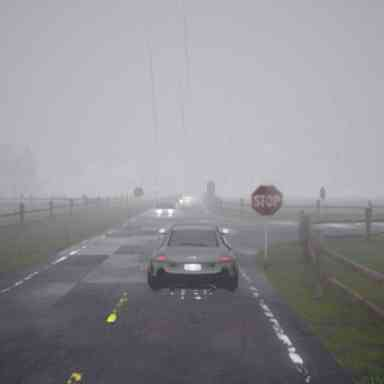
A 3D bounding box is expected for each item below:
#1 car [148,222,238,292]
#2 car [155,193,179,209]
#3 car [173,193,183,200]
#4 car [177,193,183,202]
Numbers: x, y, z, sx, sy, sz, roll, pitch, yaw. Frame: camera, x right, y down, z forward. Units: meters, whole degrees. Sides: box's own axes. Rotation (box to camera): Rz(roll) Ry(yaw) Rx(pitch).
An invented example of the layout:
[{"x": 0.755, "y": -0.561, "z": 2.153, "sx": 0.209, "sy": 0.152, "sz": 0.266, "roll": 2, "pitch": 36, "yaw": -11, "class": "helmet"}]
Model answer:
[{"x": 0.048, "y": 1.466, "z": 8.728, "sx": 1.994, "sy": 1.385, "sz": 4.181, "roll": 0, "pitch": 1, "yaw": 1, "class": "car"}, {"x": -2.861, "y": 1.145, "z": 36.640, "sx": 1.994, "sy": 1.385, "sz": 4.181, "roll": 0, "pitch": 1, "yaw": 0, "class": "car"}, {"x": -2.785, "y": 0.814, "z": 66.515, "sx": 1.895, "sy": 1.301, "sz": 4.718, "roll": 0, "pitch": 1, "yaw": 0, "class": "car"}, {"x": -2.861, "y": 0.955, "z": 50.977, "sx": 2.033, "sy": 1.411, "sz": 5.357, "roll": 0, "pitch": 1, "yaw": 0, "class": "car"}]
